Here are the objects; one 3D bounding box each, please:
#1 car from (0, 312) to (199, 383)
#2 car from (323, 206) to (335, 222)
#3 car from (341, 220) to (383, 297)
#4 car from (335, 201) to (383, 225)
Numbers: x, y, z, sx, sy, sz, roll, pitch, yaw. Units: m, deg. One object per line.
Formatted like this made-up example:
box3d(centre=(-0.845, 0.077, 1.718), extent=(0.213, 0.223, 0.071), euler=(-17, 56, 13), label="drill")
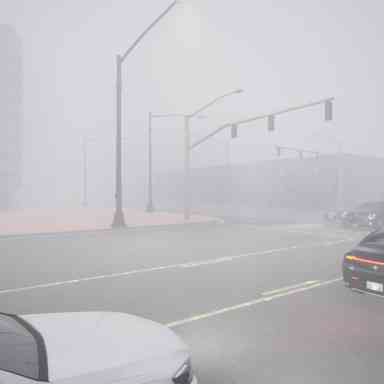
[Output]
box3d(centre=(-2.103, 1.526, 2.248), extent=(4.674, 1.442, 1.812), euler=(0, 0, -35), label="car")
box3d(centre=(11.967, 1.491, 25.336), extent=(4.902, 1.511, 2.128), euler=(0, 0, -35), label="car")
box3d(centre=(5.376, 1.505, 7.574), extent=(4.892, 1.490, 1.837), euler=(0, 0, -35), label="car")
box3d(centre=(11.240, 1.352, 20.530), extent=(4.553, 1.767, 2.097), euler=(0, 0, -35), label="car")
